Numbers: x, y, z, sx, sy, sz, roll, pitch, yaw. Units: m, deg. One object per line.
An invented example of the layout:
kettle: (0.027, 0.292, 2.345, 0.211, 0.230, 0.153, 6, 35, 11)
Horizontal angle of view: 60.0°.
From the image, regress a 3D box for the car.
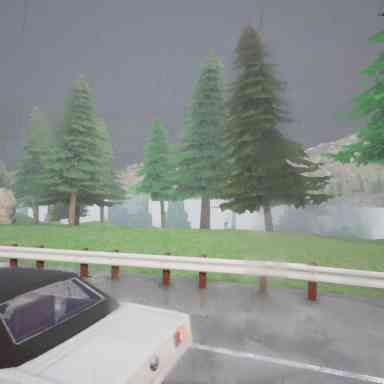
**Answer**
car: (-2.493, 1.600, 3.788, 4.718, 1.301, 1.895, 0, 0, 20)
